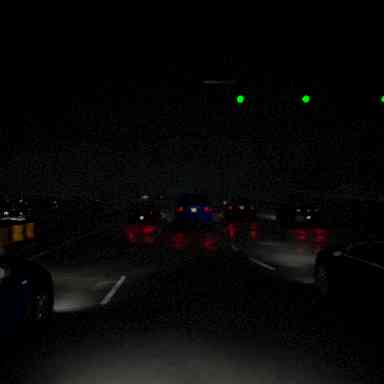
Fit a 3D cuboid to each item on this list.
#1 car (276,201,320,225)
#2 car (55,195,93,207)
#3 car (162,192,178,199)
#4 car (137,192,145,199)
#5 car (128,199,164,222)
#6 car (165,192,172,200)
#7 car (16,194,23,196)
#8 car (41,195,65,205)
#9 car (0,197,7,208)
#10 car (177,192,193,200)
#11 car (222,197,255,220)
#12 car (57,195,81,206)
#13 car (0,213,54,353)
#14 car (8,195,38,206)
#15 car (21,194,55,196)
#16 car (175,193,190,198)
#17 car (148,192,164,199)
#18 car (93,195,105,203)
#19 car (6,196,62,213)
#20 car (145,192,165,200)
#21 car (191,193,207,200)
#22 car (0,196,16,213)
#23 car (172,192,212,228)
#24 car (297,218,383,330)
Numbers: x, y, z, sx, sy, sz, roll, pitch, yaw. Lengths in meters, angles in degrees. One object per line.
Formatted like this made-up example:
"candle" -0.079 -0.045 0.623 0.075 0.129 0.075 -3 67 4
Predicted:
"car" 7.100 1.343 22.665 2.128 1.511 4.902 0 0 0
"car" -14.003 1.294 39.778 2.033 1.411 5.357 0 0 0
"car" -5.572 0.833 82.718 2.128 1.511 4.902 0 0 -30
"car" -11.869 0.854 79.660 2.128 1.511 4.902 0 0 -30
"car" -3.400 1.440 24.773 1.895 1.301 4.718 0 0 0
"car" -4.920 1.095 72.211 1.994 1.385 4.181 0 0 -22
"car" -21.002 1.090 41.173 2.097 1.767 4.553 0 0 0
"car" -21.458 1.220 51.583 2.033 1.411 5.357 0 0 -6
"car" -24.503 1.296 39.515 2.033 1.411 5.357 0 0 0
"car" -1.673 0.887 73.501 2.097 1.767 4.553 0 0 -22
"car" 3.600 1.181 26.204 2.097 1.767 4.553 0 0 0
"car" -17.628 1.173 47.926 1.882 1.535 5.008 0 0 -3
"car" -3.400 1.326 3.826 2.097 1.767 4.553 0 0 0
"car" -24.734 1.181 48.922 2.128 1.511 4.902 0 0 -3
"car" -17.501 1.258 38.686 1.837 1.490 4.892 0 0 0
"car" -2.439 0.892 84.274 1.895 1.301 4.718 0 0 -30
"car" -8.721 0.843 81.189 2.128 1.511 4.902 0 0 -30
"car" -14.228 1.165 49.238 1.882 1.535 5.008 0 0 -3
"car" -14.000 1.355 29.892 2.033 1.411 5.357 0 0 0
"car" -7.902 1.144 70.143 1.895 1.301 4.718 0 0 -22
"car" 1.520 1.022 74.948 1.837 1.490 4.892 0 0 -22
"car" -17.500 1.336 29.483 1.812 1.442 4.674 0 0 0
"car" 0.100 1.083 21.060 2.150 2.045 5.566 0 0 0
"car" 3.600 1.454 5.405 2.128 1.511 4.902 0 0 0
